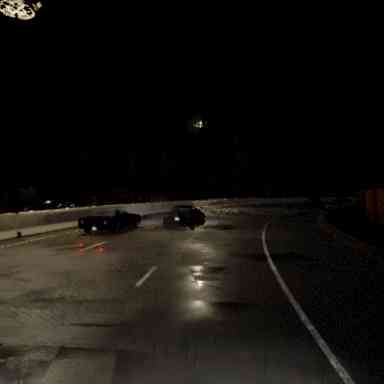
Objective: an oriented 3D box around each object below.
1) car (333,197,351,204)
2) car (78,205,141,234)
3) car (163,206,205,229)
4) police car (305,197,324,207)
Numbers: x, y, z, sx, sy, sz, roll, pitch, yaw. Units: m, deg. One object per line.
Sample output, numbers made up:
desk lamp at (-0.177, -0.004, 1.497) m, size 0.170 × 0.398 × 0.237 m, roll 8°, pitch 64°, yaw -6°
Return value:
car at (29.411, 1.599, 65.115) m, size 4.181 × 1.385 × 1.994 m, roll 0°, pitch 0°, yaw -42°
car at (-4.593, 1.601, 19.393) m, size 1.895 × 1.301 × 4.718 m, roll 0°, pitch 0°, yaw 12°
car at (-0.406, 1.580, 21.697) m, size 1.994 × 1.385 × 4.181 m, roll 0°, pitch 0°, yaw 14°
police car at (19.308, 1.533, 52.221) m, size 1.930 × 1.638 × 5.238 m, roll 0°, pitch 0°, yaw 37°
